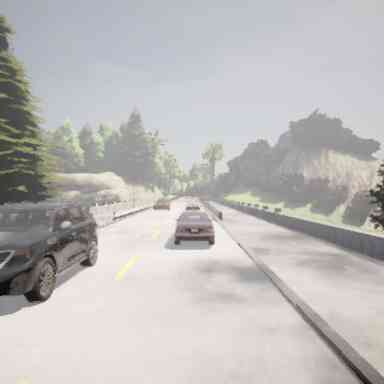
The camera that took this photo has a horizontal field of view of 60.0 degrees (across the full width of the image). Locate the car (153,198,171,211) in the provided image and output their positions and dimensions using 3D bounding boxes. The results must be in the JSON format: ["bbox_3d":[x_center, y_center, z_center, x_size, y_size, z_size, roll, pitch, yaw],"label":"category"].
[{"bbox_3d":[-4.037,1.623,45.631,2.097,1.767,4.553,0,0,0],"label":"car"}]

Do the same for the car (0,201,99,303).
[{"bbox_3d":[-4.094,1.276,8.716,2.150,2.045,5.566,0,-1,0],"label":"car"}]

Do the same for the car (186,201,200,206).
[{"bbox_3d":[0.129,1.878,46.793,1.895,1.301,4.718,0,0,0],"label":"car"}]

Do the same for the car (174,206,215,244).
[{"bbox_3d":[0.108,1.644,16.242,2.033,1.411,5.357,0,0,0],"label":"car"}]
